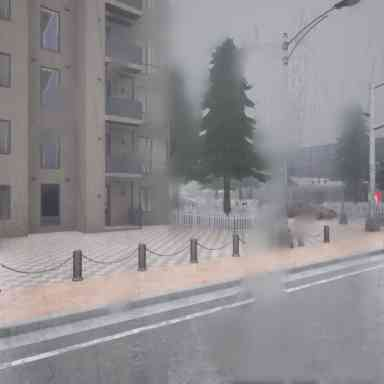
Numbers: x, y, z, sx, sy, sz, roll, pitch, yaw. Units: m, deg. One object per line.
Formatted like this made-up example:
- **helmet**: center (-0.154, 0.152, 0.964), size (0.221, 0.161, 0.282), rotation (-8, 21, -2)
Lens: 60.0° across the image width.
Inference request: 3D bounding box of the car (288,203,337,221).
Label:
- **car**: center (9.626, 1.579, 27.277), size (1.994, 1.385, 4.181), rotation (0, 0, -37)

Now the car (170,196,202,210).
- **car**: center (-0.984, 1.579, 41.323), size (1.994, 1.385, 4.181), rotation (0, 0, -37)

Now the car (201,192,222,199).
- **car**: center (5.411, 1.113, 92.661), size (1.932, 1.855, 4.605), rotation (0, 0, -37)

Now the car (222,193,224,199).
- **car**: center (7.498, 1.092, 94.724), size (1.905, 1.878, 3.866), rotation (0, 0, -37)
